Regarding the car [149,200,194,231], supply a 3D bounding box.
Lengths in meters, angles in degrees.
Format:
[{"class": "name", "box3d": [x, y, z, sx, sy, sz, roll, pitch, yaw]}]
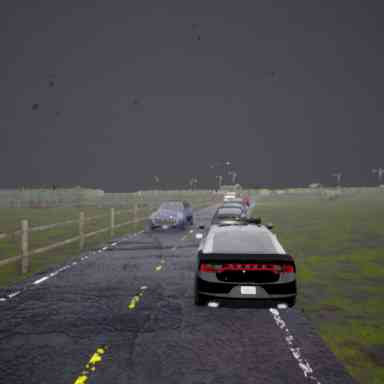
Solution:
[{"class": "car", "box3d": [-1.160, 1.337, 20.564, 2.097, 1.767, 4.553, 0, 0, 9]}]

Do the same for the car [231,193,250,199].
[{"class": "car", "box3d": [7.755, 1.164, 51.290, 2.150, 2.045, 5.566, 0, 0, 12]}]

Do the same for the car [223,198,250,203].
[{"class": "car", "box3d": [2.947, 1.458, 23.625, 1.882, 1.535, 5.008, 0, 0, 10]}]

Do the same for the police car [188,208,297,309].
[{"class": "police car", "box3d": [1.098, 1.422, 8.093, 1.930, 1.638, 5.238, 0, 0, 4]}]

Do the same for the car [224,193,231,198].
[{"class": "car", "box3d": [7.228, 1.148, 62.448, 2.150, 2.045, 5.566, 0, 0, 12]}]

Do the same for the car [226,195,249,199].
[{"class": "car", "box3d": [5.658, 1.435, 41.184, 1.882, 1.535, 5.008, 0, 0, 12]}]

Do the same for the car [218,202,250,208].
[{"class": "car", "box3d": [2.050, 1.493, 17.784, 1.837, 1.490, 4.892, 0, 0, 8]}]
